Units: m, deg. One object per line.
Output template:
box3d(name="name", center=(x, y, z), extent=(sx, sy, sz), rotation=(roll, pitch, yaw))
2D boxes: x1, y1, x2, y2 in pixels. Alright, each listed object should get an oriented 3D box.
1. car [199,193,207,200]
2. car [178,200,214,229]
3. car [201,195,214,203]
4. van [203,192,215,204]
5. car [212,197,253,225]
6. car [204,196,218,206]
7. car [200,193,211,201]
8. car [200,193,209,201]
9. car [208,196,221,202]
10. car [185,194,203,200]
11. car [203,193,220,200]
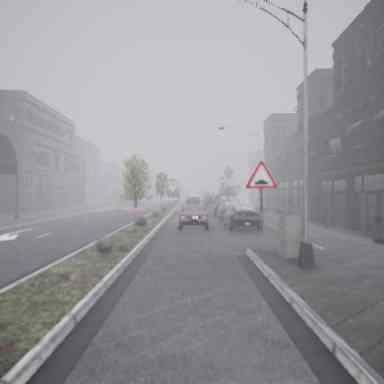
box3d(name="car", center=(3.001, 1.225, 92.251), extent=(2.185, 1.767, 4.553), rotation=(0, 0, 0))
box3d(name="car", center=(0.096, 1.501, 21.391), extent=(2.033, 1.411, 5.357), rotation=(0, 0, 0))
box3d(name="car", center=(3.001, 1.312, 64.544), extent=(2.231, 1.521, 4.892), rotation=(0, 0, 0))
box3d(name="van", center=(3.000, 1.089, 59.146), extent=(1.878, 1.987, 4.442), rotation=(0, 0, 0))
box3d(name="car", center=(2.999, 1.421, 26.018), extent=(2.231, 1.521, 4.892), rotation=(0, 0, 0))
box3d(name="car", center=(3.000, 1.365, 53.504), extent=(2.002, 1.452, 4.674), rotation=(0, 0, 0))
box3d(name="car", center=(3.000, 1.191, 75.561), extent=(2.185, 1.767, 4.553), rotation=(0, 0, 0))
box3d(name="car", center=(3.001, 1.200, 81.081), extent=(2.185, 1.767, 4.553), rotation=(0, 0, 0))
box3d(name="car", center=(2.999, 1.431, 31.576), extent=(2.163, 1.488, 4.792), rotation=(0, 0, 0))
box3d(name="car", center=(0.106, 1.291, 43.062), extent=(1.837, 1.490, 4.892), rotation=(0, -5, 0))
box3d(name="car", center=(3.000, 1.090, 48.015), extent=(2.435, 2.045, 5.566), rotation=(0, 0, 0))
